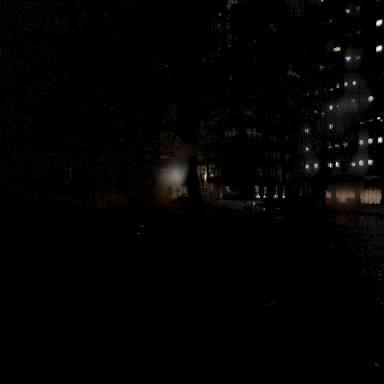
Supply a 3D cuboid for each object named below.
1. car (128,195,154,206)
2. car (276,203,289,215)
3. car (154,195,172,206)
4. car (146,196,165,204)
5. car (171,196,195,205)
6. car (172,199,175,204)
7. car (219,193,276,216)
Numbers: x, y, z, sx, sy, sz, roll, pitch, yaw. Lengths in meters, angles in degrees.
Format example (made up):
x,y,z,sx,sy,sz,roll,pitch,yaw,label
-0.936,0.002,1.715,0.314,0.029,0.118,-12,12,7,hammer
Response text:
x,y,z,sx,sy,sz,roll,pitch,yaw,label
-8.143,1.386,50.714,1.837,1.490,4.892,1,-1,-33,car
7.470,1.486,33.166,1.812,1.442,4.674,1,0,-34,car
-5.633,1.279,52.815,2.097,1.767,4.553,1,0,-33,car
-7.434,1.534,67.318,1.812,1.442,4.674,1,0,-34,car
-1.641,1.527,58.658,1.837,1.490,4.892,1,0,-34,car
-5.188,1.573,58.127,1.895,1.301,4.718,1,0,-34,car
4.806,1.133,31.310,2.150,2.045,5.566,1,0,-34,car
